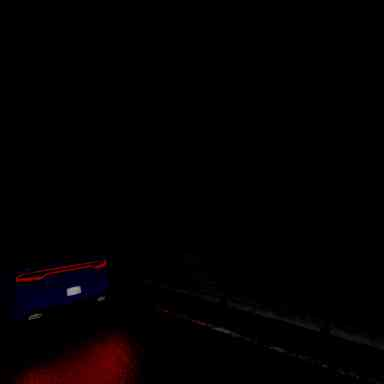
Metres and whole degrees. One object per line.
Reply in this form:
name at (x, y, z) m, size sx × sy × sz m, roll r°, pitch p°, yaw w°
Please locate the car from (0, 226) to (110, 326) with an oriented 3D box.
car at (-3.767, 1.476, 7.150) m, size 5.008 × 1.535 × 1.882 m, roll 0°, pitch 0°, yaw 43°
